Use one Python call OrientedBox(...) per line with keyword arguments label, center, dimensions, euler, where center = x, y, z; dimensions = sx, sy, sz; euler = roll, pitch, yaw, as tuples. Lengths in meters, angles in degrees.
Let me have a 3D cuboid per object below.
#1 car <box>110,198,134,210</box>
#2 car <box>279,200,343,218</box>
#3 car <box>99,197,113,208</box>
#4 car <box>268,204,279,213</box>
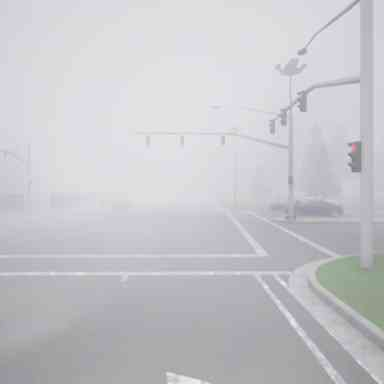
OrientedBox(label="car", center=(-8.754, 1.603, 42.897), dimensions=(1.895, 1.301, 4.718), euler=(0, 0, -1))
OrientedBox(label="car", center=(10.722, 1.479, 29.451), dimensions=(5.008, 1.535, 1.882), euler=(0, 0, -1))
OrientedBox(label="car", center=(-12.268, 1.481, 48.933), dimensions=(1.882, 1.535, 5.008), euler=(0, 0, 0))
OrientedBox(label="car", center=(10.859, 1.603, 36.604), dimensions=(4.718, 1.301, 1.895), euler=(0, 0, 3))
